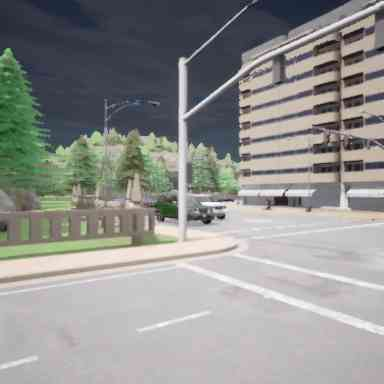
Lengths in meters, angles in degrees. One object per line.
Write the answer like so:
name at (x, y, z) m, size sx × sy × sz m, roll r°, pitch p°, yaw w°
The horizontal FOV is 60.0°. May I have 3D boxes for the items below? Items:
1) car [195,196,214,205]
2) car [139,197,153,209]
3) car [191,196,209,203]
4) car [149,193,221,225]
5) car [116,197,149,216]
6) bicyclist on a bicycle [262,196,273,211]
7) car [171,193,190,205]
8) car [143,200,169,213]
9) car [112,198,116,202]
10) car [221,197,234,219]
car at (2.426, 1.592, 63.144) m, size 2.033 × 1.411 × 5.357 m, roll 0°, pitch 0°, yaw 20°
car at (-6.486, 1.506, 47.395) m, size 1.837 × 1.490 × 4.892 m, roll 0°, pitch 0°, yaw -5°
car at (1.761, 1.578, 70.413) m, size 1.812 × 1.442 × 4.674 m, roll 0°, pitch 0°, yaw 32°
car at (-0.674, 1.200, 23.881) m, size 2.150 × 2.045 × 5.566 m, roll 0°, pitch 0°, yaw -33°
car at (-5.652, 1.458, 32.452) m, size 1.882 × 1.535 × 5.008 m, roll 0°, pitch 0°, yaw -26°
bicyclist on a bicycle at (8.537, 1.320, 37.698) m, size 1.656 × 1.620 × 0.582 m, roll 0°, pitch 0°, yaw -29°
car at (-2.007, 1.252, 60.456) m, size 2.150 × 2.045 × 5.566 m, roll 0°, pitch 0°, yaw 14°
car at (-4.113, 1.592, 37.292) m, size 1.895 × 1.301 × 4.718 m, roll 0°, pitch 0°, yaw -20°
car at (-9.109, 1.465, 42.208) m, size 1.882 × 1.535 × 5.008 m, roll 0°, pitch 0°, yaw -11°
car at (0.707, 1.209, 28.145) m, size 2.150 × 2.045 × 5.566 m, roll 0°, pitch 0°, yaw -32°
